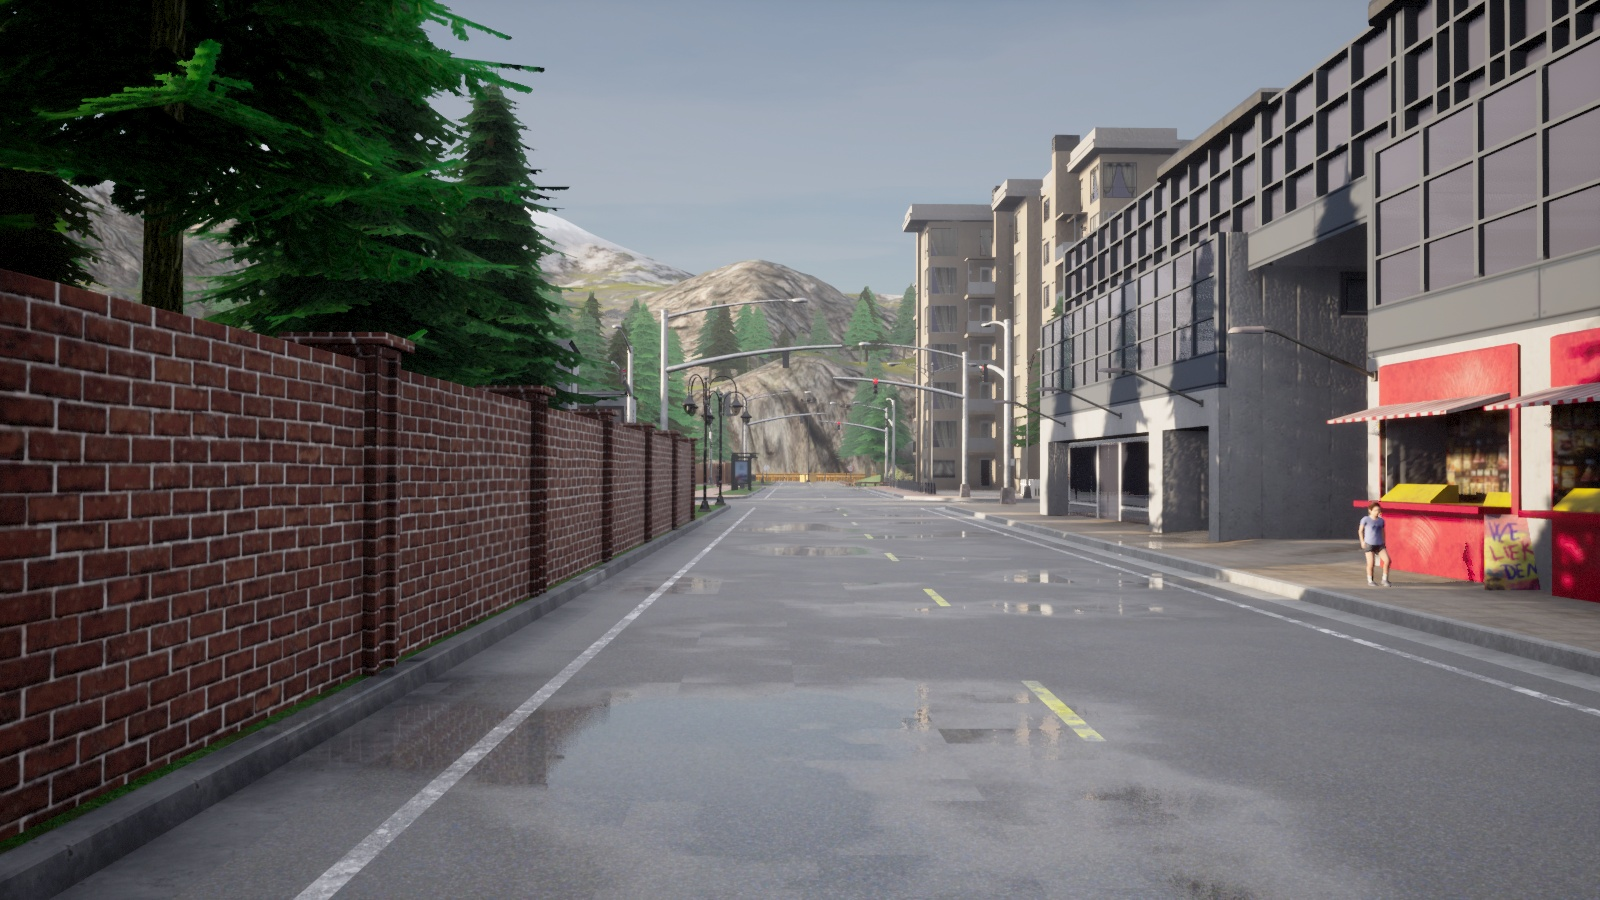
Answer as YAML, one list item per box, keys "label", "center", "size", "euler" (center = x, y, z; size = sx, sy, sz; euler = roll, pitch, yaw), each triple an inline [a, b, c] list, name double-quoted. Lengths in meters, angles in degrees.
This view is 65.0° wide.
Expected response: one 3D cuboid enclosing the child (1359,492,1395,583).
- label: "child"
  center: [7.221, 1.090, 15.724]
  size: [0.255, 1.110, 0.394]
  euler: [0, -1, -3]
